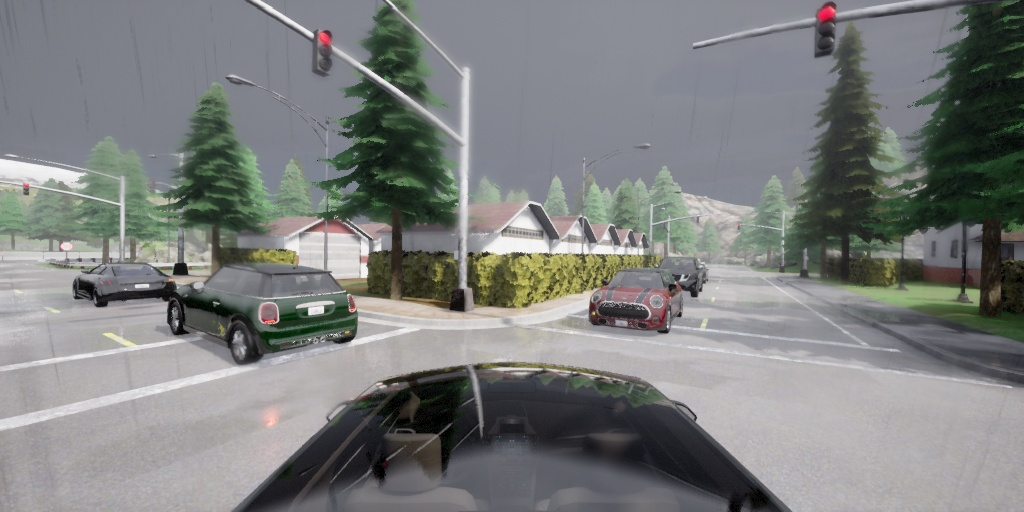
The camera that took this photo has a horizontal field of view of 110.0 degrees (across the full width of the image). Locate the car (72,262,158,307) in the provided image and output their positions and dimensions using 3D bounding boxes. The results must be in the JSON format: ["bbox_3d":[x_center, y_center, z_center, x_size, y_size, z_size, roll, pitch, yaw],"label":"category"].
[{"bbox_3d":[-14.104,0.911,13.045,4.181,1.385,1.994,2,1,31],"label":"car"}]

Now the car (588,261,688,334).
[{"bbox_3d":[4.033,1.172,11.280,2.097,1.767,4.553,1,1,31],"label":"car"}]

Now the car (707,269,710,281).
[{"bbox_3d":[14.640,1.338,28.787,1.837,1.490,4.892,1,1,31],"label":"car"}]

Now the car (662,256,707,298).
[{"bbox_3d":[9.342,1.048,20.036,2.150,2.045,5.566,1,1,31],"label":"car"}]

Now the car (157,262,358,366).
[{"bbox_3d":[-5.527,0.923,7.888,4.553,1.767,2.097,4,2,31],"label":"car"}]
